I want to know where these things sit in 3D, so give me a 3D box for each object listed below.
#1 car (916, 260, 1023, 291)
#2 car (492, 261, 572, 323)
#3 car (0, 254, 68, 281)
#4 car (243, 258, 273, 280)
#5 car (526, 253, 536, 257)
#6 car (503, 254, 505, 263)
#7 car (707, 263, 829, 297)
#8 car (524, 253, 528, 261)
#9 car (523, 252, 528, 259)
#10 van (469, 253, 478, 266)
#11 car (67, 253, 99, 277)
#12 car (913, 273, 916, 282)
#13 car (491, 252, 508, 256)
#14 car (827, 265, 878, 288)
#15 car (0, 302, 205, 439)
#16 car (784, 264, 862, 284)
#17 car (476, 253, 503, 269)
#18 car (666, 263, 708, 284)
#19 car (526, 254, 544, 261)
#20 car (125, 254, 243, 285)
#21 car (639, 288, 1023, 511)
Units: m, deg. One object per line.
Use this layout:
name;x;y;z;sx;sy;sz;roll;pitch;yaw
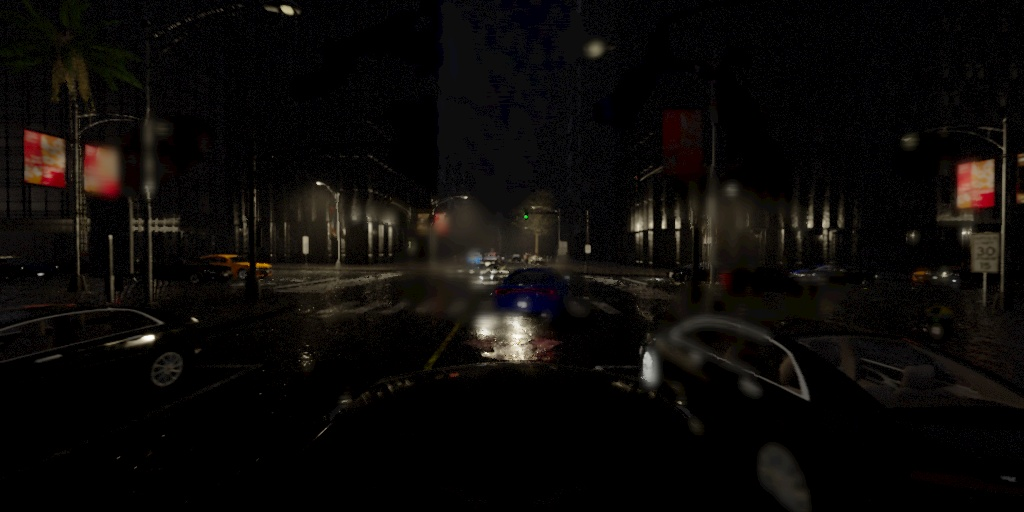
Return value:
car;33.229;1.333;25.715;5.566;2.045;2.150;1;1;1
car;0.853;1.105;11.815;1.882;1.535;5.008;0;1;13
car;-27.878;0.652;19.575;4.718;1.301;1.895;1;1;1
car;-17.960;0.672;22.741;5.008;1.535;1.882;1;1;1
car;3.300;0.680;51.709;1.751;1.417;4.829;0;0;1
car;-2.490;0.684;52.978;2.033;1.411;5.357;0;1;1
car;13.595;1.312;19.245;4.892;1.490;1.837;1;0;0
car;3.381;0.640;57.051;2.007;1.370;4.403;0;0;1
car;3.464;0.339;62.563;2.192;1.841;5.009;0;0;1
van;-5.227;0.492;51.665;1.690;1.789;3.998;0;0;1
car;-27.163;0.556;22.821;4.674;1.442;1.812;1;1;0
car;35.573;1.601;28.945;5.008;1.535;1.882;1;1;1
car;-2.291;0.369;63.116;2.097;1.767;4.553;0;1;1
car;23.307;1.411;25.817;4.902;1.511;2.128;1;1;1
car;-5.751;1.273;3.903;2.007;1.370;4.403;0;0;0
car;25.095;1.446;29.050;4.674;1.442;1.812;1;1;1
car;-2.662;0.743;43.239;2.128;1.511;4.902;0;1;3
car;13.888;1.233;25.886;4.902;1.511;2.128;1;1;0
car;3.215;0.770;46.027;2.007;1.370;4.403;0;0;1
car;-17.981;0.706;19.497;5.008;1.535;1.882;1;1;2
car;2.774;1.275;3.849;2.007;1.370;4.403;0;0;0
